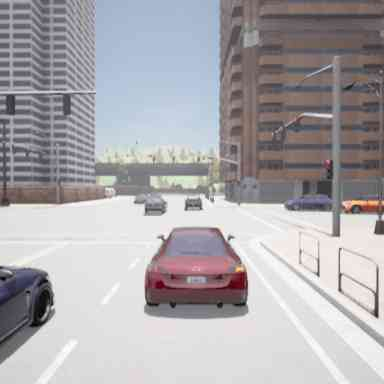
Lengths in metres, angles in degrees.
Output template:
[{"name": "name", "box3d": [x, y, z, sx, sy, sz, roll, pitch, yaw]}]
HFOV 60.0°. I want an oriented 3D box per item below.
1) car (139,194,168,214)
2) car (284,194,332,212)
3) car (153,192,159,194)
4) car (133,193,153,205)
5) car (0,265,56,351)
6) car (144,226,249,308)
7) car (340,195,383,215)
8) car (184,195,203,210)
[{"name": "car", "box3d": [-3.345, 1.231, 31.384, 2.033, 1.411, 5.357, 0, 1, 0]}, {"name": "car", "box3d": [11.603, 1.019, 33.233, 4.553, 1.767, 2.097, 0, 1, 2]}, {"name": "car", "box3d": [-6.925, 0.877, 62.358, 1.837, 1.490, 4.892, 0, 1, 1]}, {"name": "car", "box3d": [-7.000, 1.056, 46.689, 1.812, 1.442, 4.674, 0, 1, 0]}, {"name": "car", "box3d": [-3.432, 1.520, 4.244, 1.994, 1.385, 4.181, 0, 1, 1]}, {"name": "car", "box3d": [0.094, 1.484, 7.811, 1.994, 1.385, 4.181, 0, 1, 1]}, {"name": "car", "box3d": [15.571, 1.053, 29.645, 4.553, 1.767, 2.097, 0, 1, 1]}, {"name": "car", "box3d": [0.165, 1.121, 36.784, 2.128, 1.511, 4.902, 0, 1, 0]}]
